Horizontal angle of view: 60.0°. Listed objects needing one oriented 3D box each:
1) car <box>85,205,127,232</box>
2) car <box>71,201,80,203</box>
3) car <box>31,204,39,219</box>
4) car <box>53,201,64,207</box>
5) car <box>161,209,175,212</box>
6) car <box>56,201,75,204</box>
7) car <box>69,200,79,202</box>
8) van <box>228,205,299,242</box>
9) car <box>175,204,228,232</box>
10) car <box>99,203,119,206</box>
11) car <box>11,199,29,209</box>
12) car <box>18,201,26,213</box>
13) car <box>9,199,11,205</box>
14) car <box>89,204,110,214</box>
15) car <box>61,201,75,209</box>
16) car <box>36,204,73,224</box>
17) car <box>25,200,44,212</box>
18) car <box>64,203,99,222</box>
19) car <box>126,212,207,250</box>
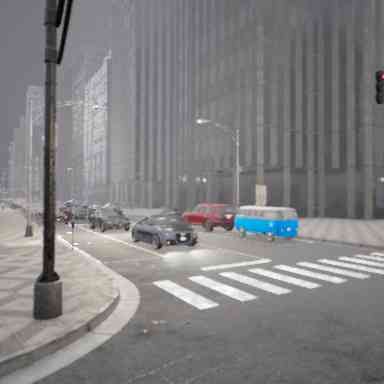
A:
[{"bbox_3d":[-5.910,1.934,23.753,1.837,1.490,4.892,1,-1,-31],"label":"car"},{"bbox_3d":[-14.263,2.267,43.783,1.812,1.442,4.674,1,-1,-30],"label":"car"},{"bbox_3d":[-14.875,2.149,33.692,1.802,1.307,4.206,1,-1,-31],"label":"car"},{"bbox_3d":[-30.876,2.728,76.919,1.752,1.417,4.829,1,-1,-30],"label":"car"},{"bbox_3d":[-1.747,2.089,28.390,1.947,1.339,4.313,1,-1,-31],"label":"car"},{"bbox_3d":[-15.764,2.202,40.255,1.812,1.442,4.674,1,-1,-31],"label":"car"},{"bbox_3d":[-19.511,2.430,52.422,1.994,1.385,4.181,1,-1,-31],"label":"car"},{"bbox_3d":[4.061,1.718,18.722,1.690,1.788,3.998,1,-1,-31],"label":"van"},{"bbox_3d":[1.157,1.766,23.559,2.192,1.841,5.009,1,-1,-31],"label":"car"},{"bbox_3d":[-10.455,2.180,42.896,1.967,1.590,4.097,1,-1,-31],"label":"car"},{"bbox_3d":[-32.290,2.294,62.705,2.192,1.841,5.009,1,-1,-31],"label":"car"},{"bbox_3d":[-23.583,2.332,48.196,2.008,1.369,4.403,1,-1,-31],"label":"car"},{"bbox_3d":[-35.193,2.356,67.540,2.192,1.841,5.009,1,-1,-31],"label":"car"},{"bbox_3d":[-13.359,2.393,47.729,1.802,1.307,4.206,1,-1,-31],"label":"car"},{"bbox_3d":[-25.058,2.606,67.218,1.752,1.417,4.829,1,-1,-31],"label":"car"},{"bbox_3d":[-11.972,2.040,28.859,1.887,1.381,4.507,1,-1,-31],"label":"car"},{"bbox_3d":[-17.778,2.079,38.530,1.967,1.590,4.097,1,-1,-31],"label":"car"},{"bbox_3d":[-10.725,2.054,31.784,1.837,1.490,4.892,1,-1,-31],"label":"car"},{"bbox_3d":[-1.388,1.880,16.217,1.994,1.385,4.181,1,-1,-31],"label":"car"}]
